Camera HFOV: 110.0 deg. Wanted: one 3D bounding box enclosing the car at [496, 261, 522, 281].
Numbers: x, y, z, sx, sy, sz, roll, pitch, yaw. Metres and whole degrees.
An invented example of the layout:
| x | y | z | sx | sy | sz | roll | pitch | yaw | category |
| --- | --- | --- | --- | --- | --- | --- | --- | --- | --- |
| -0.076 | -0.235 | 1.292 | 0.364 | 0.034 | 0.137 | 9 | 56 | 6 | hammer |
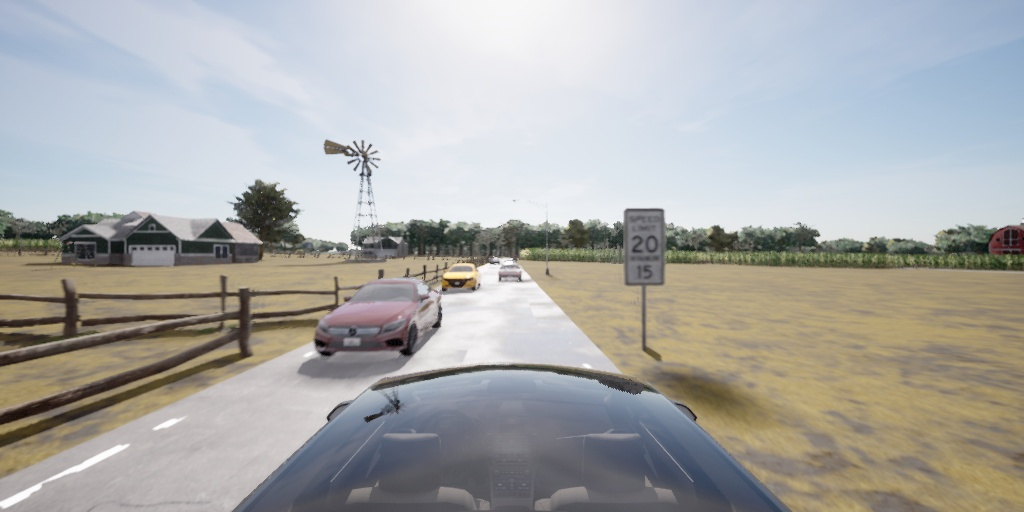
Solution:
| x | y | z | sx | sy | sz | roll | pitch | yaw | category |
| --- | --- | --- | --- | --- | --- | --- | --- | --- | --- |
| -0.144 | 1.294 | 29.692 | 1.895 | 1.301 | 4.718 | 0 | 0 | 0 | car |

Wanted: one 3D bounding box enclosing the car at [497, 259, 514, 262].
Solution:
| x | y | z | sx | sy | sz | roll | pitch | yaw | category |
| --- | --- | --- | --- | --- | --- | --- | --- | --- | --- |
| -0.264 | 1.183 | 39.768 | 2.033 | 1.411 | 5.357 | 0 | 0 | 0 | car |

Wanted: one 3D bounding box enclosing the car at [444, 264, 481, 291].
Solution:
| x | y | z | sx | sy | sz | roll | pitch | yaw | category |
| --- | --- | --- | --- | --- | --- | --- | --- | --- | --- |
| -2.972 | 1.215 | 21.898 | 1.882 | 1.535 | 5.008 | 0 | 0 | 0 | car |

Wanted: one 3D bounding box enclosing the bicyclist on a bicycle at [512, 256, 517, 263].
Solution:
| x | y | z | sx | sy | sz | roll | pitch | yaw | category |
| --- | --- | --- | --- | --- | --- | --- | --- | --- | --- |
| 0.430 | 1.041 | 47.244 | 0.582 | 1.620 | 1.656 | 0 | 0 | 0 | bicyclist on a bicycle |

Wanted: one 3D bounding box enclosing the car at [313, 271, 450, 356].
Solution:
| x | y | z | sx | sy | sz | roll | pitch | yaw | category |
| --- | --- | --- | --- | --- | --- | --- | --- | --- | --- |
| -2.889 | 1.282 | 8.768 | 1.812 | 1.442 | 4.674 | 0 | 0 | 0 | car |
